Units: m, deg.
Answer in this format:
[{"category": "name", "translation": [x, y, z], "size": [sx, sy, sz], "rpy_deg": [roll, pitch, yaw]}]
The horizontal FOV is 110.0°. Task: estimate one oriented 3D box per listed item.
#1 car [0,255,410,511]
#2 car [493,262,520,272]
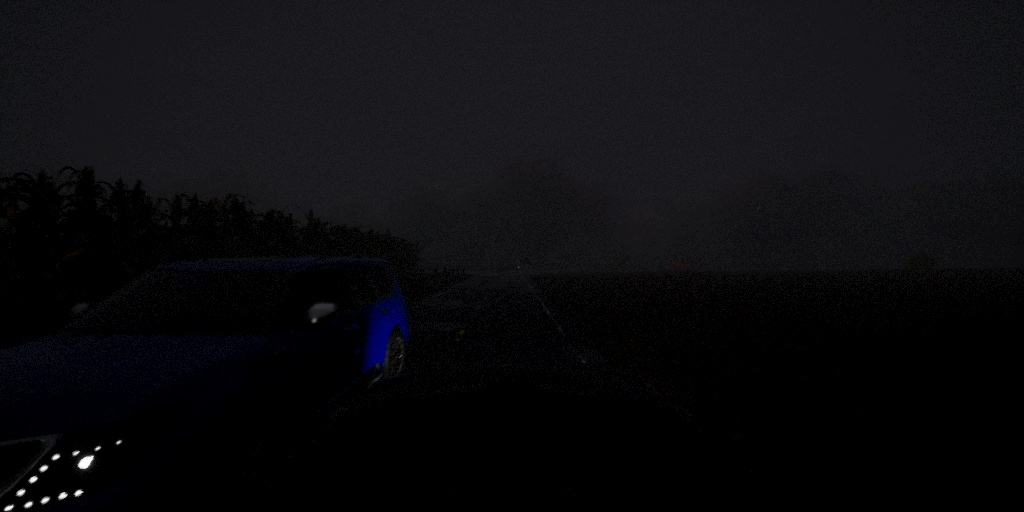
[{"category": "car", "translation": [-2.849, 0.998, 4.108], "size": [2.150, 2.045, 5.566], "rpy_deg": [0, -1, 0]}, {"category": "car", "translation": [-0.869, 1.779, 59.579], "size": [4.553, 1.767, 2.097], "rpy_deg": [-1, -1, 0]}]
